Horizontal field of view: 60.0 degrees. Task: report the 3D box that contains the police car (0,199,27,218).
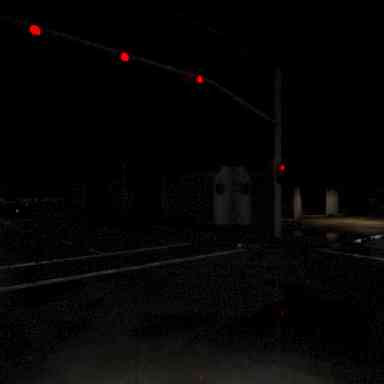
[{"bbox_3d":[-16.743,1.425,30.595,1.930,1.638,5.238,0,0,-41],"label":"police car"}]
